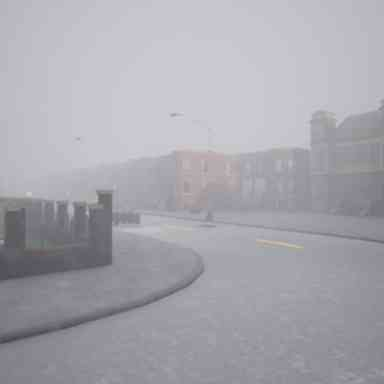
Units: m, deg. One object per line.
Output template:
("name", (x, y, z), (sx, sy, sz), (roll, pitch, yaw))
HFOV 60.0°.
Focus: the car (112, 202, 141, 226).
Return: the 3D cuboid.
("car", (-5.356, 1.475, 23.561), (1.882, 1.535, 5.008), (0, 0, -36))
